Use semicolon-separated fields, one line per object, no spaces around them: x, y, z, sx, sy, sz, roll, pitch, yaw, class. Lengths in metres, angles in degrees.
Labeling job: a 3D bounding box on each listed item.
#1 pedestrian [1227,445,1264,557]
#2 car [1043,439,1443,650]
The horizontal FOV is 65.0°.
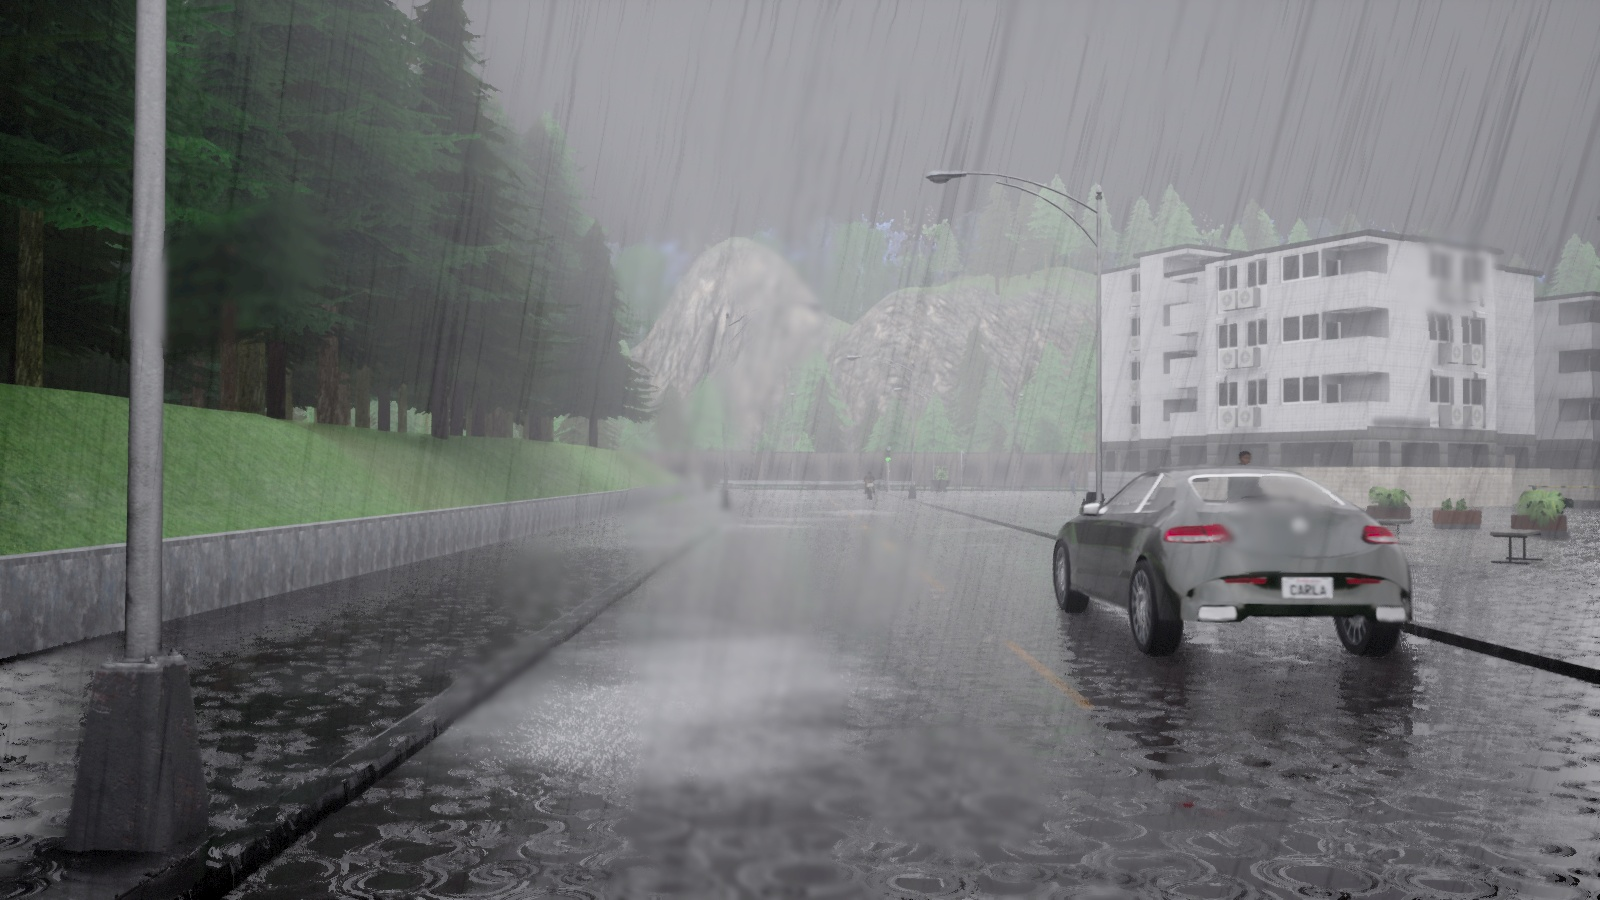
7.469;0.848;21.074;0.353;1.847;0.614;0;-1;-4;pedestrian
3.971;0.785;12.406;2.152;1.651;5.027;0;-1;0;car
